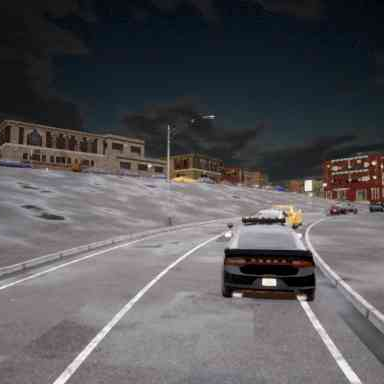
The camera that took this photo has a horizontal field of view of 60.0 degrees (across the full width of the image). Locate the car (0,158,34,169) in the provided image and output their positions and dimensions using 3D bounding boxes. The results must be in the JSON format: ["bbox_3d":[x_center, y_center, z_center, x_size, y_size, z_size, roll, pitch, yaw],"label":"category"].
[{"bbox_3d":[-22.149,-3.297,41.346,4.553,1.767,2.185,3,-5,-40],"label":"car"}]

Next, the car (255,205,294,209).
[{"bbox_3d":[4.252,1.641,17.742,1.812,1.442,4.674,-1,-1,19],"label":"car"}]

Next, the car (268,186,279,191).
[{"bbox_3d":[18.075,-0.651,79.219,2.185,1.767,4.553,-4,-6,41],"label":"car"}]

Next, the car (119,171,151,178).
[{"bbox_3d":[-9.528,-2.507,51.886,4.892,1.521,2.231,3,-5,-40],"label":"car"}]

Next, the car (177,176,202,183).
[{"bbox_3d":[-1.243,-1.984,59.248,5.008,1.535,2.097,4,-6,-42],"label":"car"}]

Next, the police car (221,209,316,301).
[{"bbox_3d":[1.852,1.456,8.617,1.930,1.638,5.238,-1,0,10],"label":"police car"}]

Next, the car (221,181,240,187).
[{"bbox_3d":[6.821,-1.392,67.072,4.792,1.488,2.163,4,-6,-45],"label":"car"}]

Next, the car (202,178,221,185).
[{"bbox_3d":[2.762,-1.836,63.052,4.553,1.767,2.185,4,-6,-43],"label":"car"}]

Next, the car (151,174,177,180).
[{"bbox_3d":[-5.346,-2.212,55.520,4.674,1.452,2.002,4,-5,-41],"label":"car"}]

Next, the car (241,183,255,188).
[{"bbox_3d":[10.657,-1.097,71.030,2.002,1.452,4.674,-4,-6,44],"label":"car"}]

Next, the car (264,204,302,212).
[{"bbox_3d":[6.428,1.662,23.041,1.882,1.535,5.008,-2,-2,25],"label":"car"}]

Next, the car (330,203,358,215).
[{"bbox_3d":[18.831,2.075,41.347,4.674,1.442,1.812,1,-4,-40],"label":"car"}]

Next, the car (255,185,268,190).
[{"bbox_3d":[14.340,-0.849,75.001,2.231,1.521,4.892,-4,-6,43],"label":"car"}]

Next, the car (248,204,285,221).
[{"bbox_3d":[7.551,1.986,33.388,1.837,1.490,4.892,-3,-3,35],"label":"car"}]

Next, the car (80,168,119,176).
[{"bbox_3d":[-13.757,-2.739,48.345,4.892,1.521,2.231,3,-5,-40],"label":"car"}]

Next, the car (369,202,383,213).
[{"bbox_3d":[27.904,2.254,49.009,4.902,1.511,2.128,2,-4,-39],"label":"car"}]

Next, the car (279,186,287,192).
[{"bbox_3d":[21.716,-0.428,83.483,2.435,2.045,5.566,-3,-6,40],"label":"car"}]
